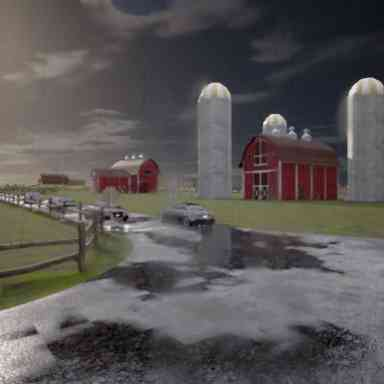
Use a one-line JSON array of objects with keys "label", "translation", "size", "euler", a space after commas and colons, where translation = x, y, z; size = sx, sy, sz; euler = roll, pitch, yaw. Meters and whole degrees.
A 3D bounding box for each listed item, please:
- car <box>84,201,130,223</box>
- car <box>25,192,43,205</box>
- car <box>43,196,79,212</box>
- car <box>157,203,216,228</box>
[{"label": "car", "translation": [-6.004, 1.297, 23.180], "size": [1.994, 1.385, 4.181], "euler": [0, 1, -37]}, {"label": "car", "translation": [-20.734, 0.831, 43.591], "size": [1.837, 1.490, 4.892], "euler": [0, 1, -35]}, {"label": "car", "translation": [-12.464, 1.104, 32.077], "size": [2.033, 1.411, 5.357], "euler": [0, 1, -36]}, {"label": "car", "translation": [-0.442, 1.366, 20.766], "size": [1.994, 1.385, 4.181], "euler": [0, 1, -38]}]
